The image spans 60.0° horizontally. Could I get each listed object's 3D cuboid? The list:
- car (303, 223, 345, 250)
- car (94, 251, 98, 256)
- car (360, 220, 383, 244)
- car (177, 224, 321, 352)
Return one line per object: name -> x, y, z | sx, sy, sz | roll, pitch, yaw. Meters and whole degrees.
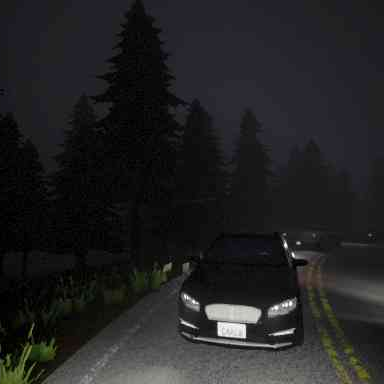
car -> 6.524, 2.310, 17.730 | 1.895, 1.301, 4.718 | -3, -6, 39
car -> -20.222, 13.650, 73.003 | 4.181, 1.381, 1.994 | -2, -5, 31
car -> 15.884, 3.228, 26.476 | 5.566, 2.045, 2.150 | 8, -8, -28
car -> 1.138, 1.562, 6.623 | 2.128, 1.511, 4.902 | -1, -2, 15
